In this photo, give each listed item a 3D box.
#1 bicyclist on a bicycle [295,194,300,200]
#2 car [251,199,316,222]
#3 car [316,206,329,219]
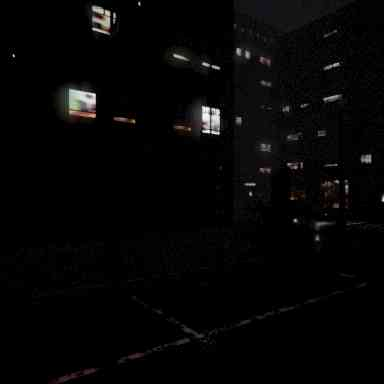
[{"bbox_3d":[11.503,1.011,36.215,1.656,1.620,0.582,0,1,-36],"label":"bicyclist on a bicycle"},{"bbox_3d":[6.254,1.342,24.195,2.008,1.369,4.403,1,0,-36],"label":"car"},{"bbox_3d":[8.271,1.317,25.839,1.812,1.442,4.674,0,1,-37],"label":"car"}]
